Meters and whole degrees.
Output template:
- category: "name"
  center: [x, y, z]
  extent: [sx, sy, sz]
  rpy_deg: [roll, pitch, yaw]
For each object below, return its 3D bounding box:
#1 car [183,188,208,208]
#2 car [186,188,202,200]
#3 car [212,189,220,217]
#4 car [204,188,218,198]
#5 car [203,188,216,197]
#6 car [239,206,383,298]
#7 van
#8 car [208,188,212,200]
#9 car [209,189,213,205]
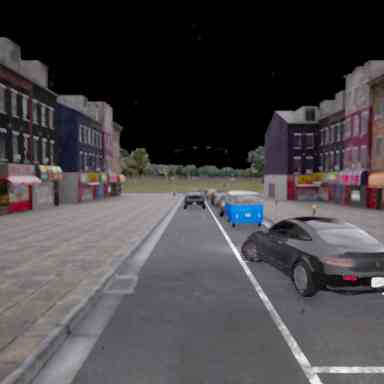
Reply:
- category: "car"
  center: [0.234, 0.650, 30.768]
  extent: [1.837, 1.490, 4.892]
  rpy_deg: [0, 2, 0]
- category: "car"
  center: [0.297, 0.229, 45.509]
  extent: [2.128, 1.511, 4.902]
  rpy_deg: [0, 2, 1]
- category: "car"
  center: [2.728, 0.787, 23.416]
  extent: [1.967, 1.590, 4.097]
  rpy_deg: [-1, 2, 0]
- category: "car"
  center: [2.861, 0.167, 51.072]
  extent: [1.802, 1.307, 4.206]
  rpy_deg: [-1, 2, 0]
- category: "car"
  center: [2.886, -0.017, 56.601]
  extent: [2.008, 1.369, 4.403]
  rpy_deg: [-1, 2, 0]
- category: "car"
  center: [2.803, 1.301, 7.928]
  extent: [1.812, 1.442, 4.674]
  rpy_deg: [0, 2, -10]
- category: "van"
  center: [2.700, 0.841, 17.883]
  extent: [1.690, 1.788, 3.998]
  rpy_deg: [-1, 2, 0]
- category: "car"
  center: [2.783, 0.607, 34.480]
  extent: [1.947, 1.339, 4.313]
  rpy_deg: [-1, 2, 0]
- category: "car"
  center: [2.756, 0.715, 29.119]
  extent: [1.752, 1.417, 4.829]
  rpy_deg: [-1, 2, 0]
